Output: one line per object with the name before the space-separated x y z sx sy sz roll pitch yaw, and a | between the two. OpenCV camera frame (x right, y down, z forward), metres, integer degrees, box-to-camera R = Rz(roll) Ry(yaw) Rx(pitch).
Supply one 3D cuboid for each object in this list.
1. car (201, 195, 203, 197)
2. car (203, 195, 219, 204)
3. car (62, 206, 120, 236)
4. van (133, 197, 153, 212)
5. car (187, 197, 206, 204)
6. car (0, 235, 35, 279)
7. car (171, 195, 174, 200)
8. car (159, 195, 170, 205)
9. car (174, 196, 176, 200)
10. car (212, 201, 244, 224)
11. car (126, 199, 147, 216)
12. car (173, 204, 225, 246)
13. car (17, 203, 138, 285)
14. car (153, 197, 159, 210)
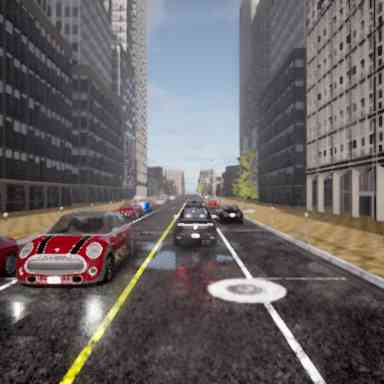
car | 2.877 1.656 58.973 1.802 1.307 4.206 0 0 0
car | 2.842 1.503 47.589 1.967 1.590 4.097 0 0 0
car | -5.628 1.579 19.169 2.008 1.369 4.403 0 0 0
van | -5.574 1.391 36.246 1.690 1.788 3.998 0 0 0
car | 0.203 1.552 33.326 1.837 1.490 4.892 0 0 0
car | -5.664 1.594 7.783 1.802 1.307 4.206 0 0 0
car | -5.468 1.649 70.399 1.947 1.339 4.313 0 0 0
car | -5.503 1.514 59.014 1.967 1.590 4.097 0 0 0
car | -5.397 1.626 92.997 1.752 1.417 4.829 0 0 0
car | 2.770 1.602 24.822 1.947 1.339 4.313 0 0 0
car | -5.593 1.588 30.553 1.887 1.381 4.507 0 0 0
car | 0.148 1.515 15.521 2.128 1.511 4.902 0 0 0
car | -3.067 1.367 9.658 2.097 1.767 4.553 0 0 0
car | -5.557 1.639 41.938 1.802 1.307 4.206 0 0 0
